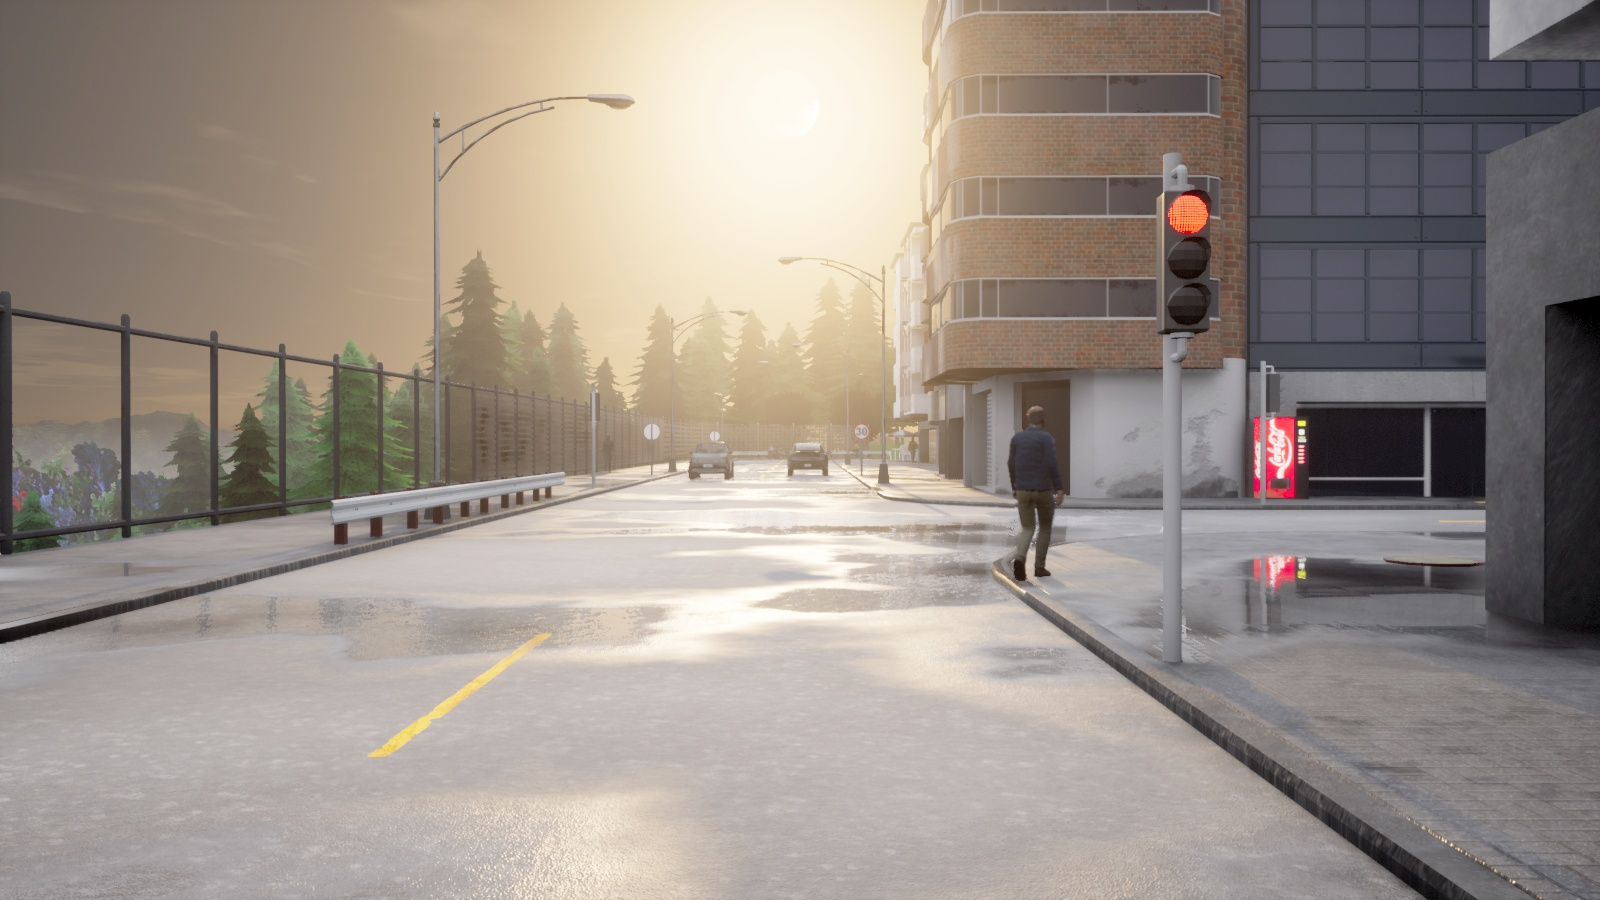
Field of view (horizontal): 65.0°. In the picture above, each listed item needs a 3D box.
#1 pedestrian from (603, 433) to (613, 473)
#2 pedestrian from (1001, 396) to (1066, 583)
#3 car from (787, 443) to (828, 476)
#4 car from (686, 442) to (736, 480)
[{"bbox_3d":[-8.818,0.124,57.616,0.353,1.847,0.614,0,0,1],"label":"pedestrian"},{"bbox_3d":[2.372,0.385,12.738,0.402,1.842,0.726,0,0,32],"label":"pedestrian"},{"bbox_3d":[0.367,0.421,58.586,1.837,1.490,4.892,0,0,0],"label":"car"},{"bbox_3d":[-3.672,0.428,52.139,1.789,1.549,3.705,0,0,0],"label":"car"}]
